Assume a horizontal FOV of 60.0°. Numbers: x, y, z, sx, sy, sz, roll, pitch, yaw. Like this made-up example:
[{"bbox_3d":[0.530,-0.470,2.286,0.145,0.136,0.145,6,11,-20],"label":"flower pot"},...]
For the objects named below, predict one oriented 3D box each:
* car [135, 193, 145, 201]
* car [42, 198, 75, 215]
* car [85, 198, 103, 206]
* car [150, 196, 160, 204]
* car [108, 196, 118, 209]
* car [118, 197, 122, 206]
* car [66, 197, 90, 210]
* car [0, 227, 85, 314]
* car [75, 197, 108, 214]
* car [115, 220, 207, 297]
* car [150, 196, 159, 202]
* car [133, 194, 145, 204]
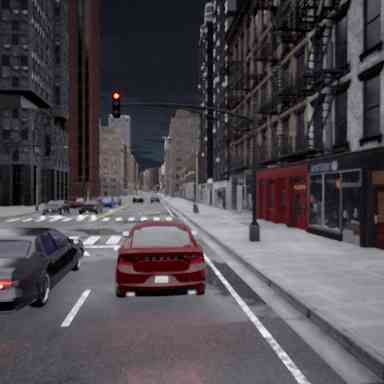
[{"bbox_3d":[-11.706,1.182,75.142,2.097,1.767,4.553,0,0,-7],"label":"car"},{"bbox_3d":[-13.617,1.498,33.695,1.837,1.490,4.892,0,0,-6],"label":"car"},{"bbox_3d":[-15.935,1.596,54.260,1.895,1.301,4.718,0,0,-6],"label":"car"},{"bbox_3d":[-7.205,1.500,65.233,1.837,1.490,4.892,0,0,-6],"label":"car"},{"bbox_3d":[-11.655,1.472,45.305,1.882,1.535,5.008,0,0,-6],"label":"car"},{"bbox_3d":[-12.798,1.486,55.479,2.128,1.511,4.902,0,0,-6],"label":"car"},{"bbox_3d":[-14.675,1.472,43.073,1.882,1.535,5.008,0,0,-6],"label":"car"},{"bbox_3d":[-3.924,1.543,7.774,2.033,1.411,5.357,0,0,-7],"label":"car"},{"bbox_3d":[-10.501,1.541,35.035,2.033,1.411,5.357,0,0,-6],"label":"car"},{"bbox_3d":[-0.819,1.473,8.648,1.882,1.535,5.008,0,0,-6],"label":"car"},{"bbox_3d":[-8.480,1.534,75.534,2.033,1.411,5.357,0,0,-7],"label":"car"},{"bbox_3d":[-10.529,1.473,64.820,1.882,1.535,5.008,0,0,-7],"label":"car"}]
